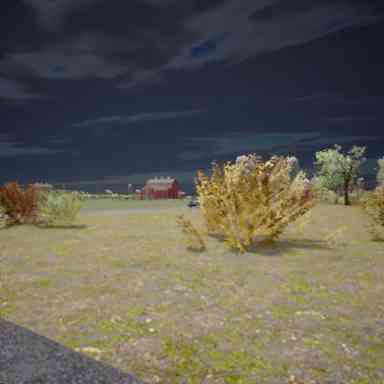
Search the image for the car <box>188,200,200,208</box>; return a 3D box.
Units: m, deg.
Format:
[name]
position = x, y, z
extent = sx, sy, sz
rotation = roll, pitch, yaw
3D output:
[car]
position = 1.197, 2.212, 62.123
extent = 1.837, 1.490, 4.892
rotation = -2, -2, 36
